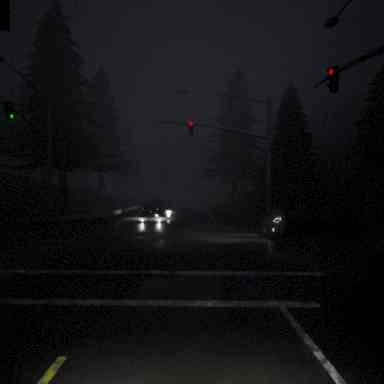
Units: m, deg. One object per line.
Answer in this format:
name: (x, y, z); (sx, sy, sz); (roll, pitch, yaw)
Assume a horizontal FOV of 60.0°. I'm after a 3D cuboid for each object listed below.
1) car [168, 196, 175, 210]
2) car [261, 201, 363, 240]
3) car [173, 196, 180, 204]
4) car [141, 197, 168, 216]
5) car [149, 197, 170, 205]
car: (-3.599, 1.530, 42.437); (1.895, 1.301, 4.718); (0, 0, 0)
car: (5.783, 1.309, 16.387); (4.553, 1.767, 2.097); (0, 0, -4)
car: (-4.018, 1.460, 62.004); (1.994, 1.385, 4.181); (0, 0, -39)
car: (-3.600, 1.452, 31.498); (1.837, 1.490, 4.892); (0, 0, 0)
car: (-5.721, 1.504, 57.758); (1.895, 1.301, 4.718); (0, 0, -30)
